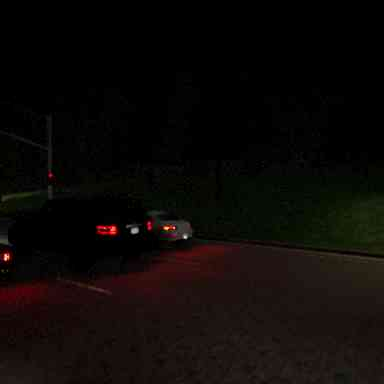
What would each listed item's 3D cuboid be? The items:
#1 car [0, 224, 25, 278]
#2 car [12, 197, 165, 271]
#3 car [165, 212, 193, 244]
[{"bbox_3d":[-6.555,1.541,8.645,4.718,1.301,1.895,0,0,36],"label":"car"},{"bbox_3d":[-3.782,1.168,10.958,5.566,2.045,2.150,0,0,36],"label":"car"},{"bbox_3d":[-2.132,1.469,14.086,4.674,1.442,1.812,0,0,36],"label":"car"}]
